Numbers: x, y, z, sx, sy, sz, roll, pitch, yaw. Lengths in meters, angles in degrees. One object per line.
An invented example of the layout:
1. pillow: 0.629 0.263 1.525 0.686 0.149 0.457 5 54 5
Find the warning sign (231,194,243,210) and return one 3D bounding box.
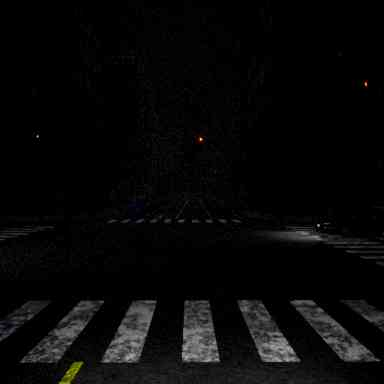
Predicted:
1. warning sign: 5.278 1.118 39.392 1.300 1.860 1.060 0 0 0

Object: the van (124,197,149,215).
1. van: -5.681 1.343 33.456 1.690 1.788 3.998 0 0 0

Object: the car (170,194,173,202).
1. car: -5.496 1.566 67.465 1.947 1.339 4.313 0 0 0

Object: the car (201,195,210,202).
1. car: 3.091 1.437 78.765 1.967 1.590 4.097 0 0 0

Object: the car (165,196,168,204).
1. car: -5.558 1.568 56.129 1.947 1.339 4.313 0 0 0

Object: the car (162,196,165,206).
1. car: -5.589 1.585 50.460 1.802 1.307 4.206 0 0 0

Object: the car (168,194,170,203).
1. car: -5.528 1.527 61.627 1.752 1.417 4.829 0 0 0

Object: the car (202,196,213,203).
1. car: 3.030 1.551 67.427 2.008 1.369 4.403 0 0 0

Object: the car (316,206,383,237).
1. car: 9.075 1.516 17.456 4.892 1.490 1.837 0 0 0

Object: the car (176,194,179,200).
1. car: -5.373 1.307 90.138 2.192 1.841 5.009 0 0 0

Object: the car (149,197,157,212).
1. car: -5.650 1.443 39.124 1.967 1.590 4.097 0 0 0

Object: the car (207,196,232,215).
1. car: 2.845 1.442 33.411 1.967 1.590 4.097 0 0 0

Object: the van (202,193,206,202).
1. van: 2.968 1.344 56.088 1.690 1.788 3.998 0 0 0

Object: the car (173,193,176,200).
1. car: -5.435 1.522 78.631 1.752 1.417 4.829 0 0 0

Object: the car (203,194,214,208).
1. car: 2.906 1.443 44.749 1.967 1.590 4.097 0 0 0

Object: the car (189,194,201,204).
1. car: 0.344 1.565 63.785 1.994 1.385 4.181 0 0 0

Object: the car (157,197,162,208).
1. car: -5.619 1.569 44.792 1.947 1.339 4.313 0 0 0

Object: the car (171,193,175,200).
1. car: -5.465 1.543 73.133 1.887 1.381 4.507 0 0 0
